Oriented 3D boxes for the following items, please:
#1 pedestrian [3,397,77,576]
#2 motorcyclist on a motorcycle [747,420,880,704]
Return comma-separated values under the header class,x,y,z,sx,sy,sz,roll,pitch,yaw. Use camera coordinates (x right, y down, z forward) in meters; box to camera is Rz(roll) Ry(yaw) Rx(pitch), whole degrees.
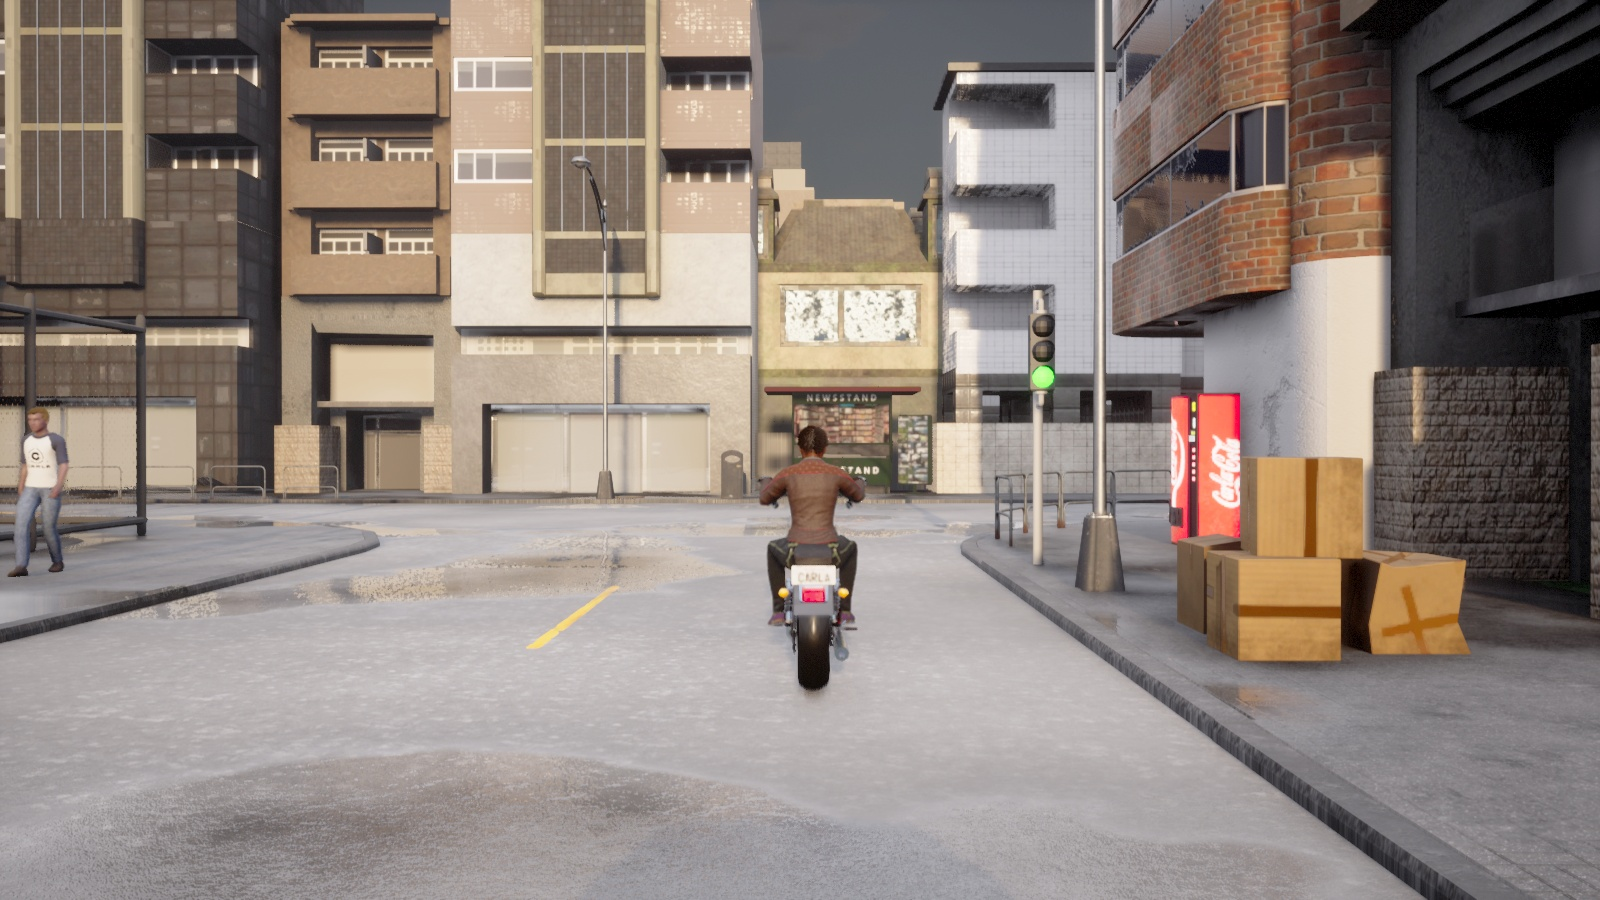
class,x,y,z,sx,sy,sz,roll,pitch,yaw
pedestrian,-8.026,0.373,13.276,0.354,1.836,0.706,0,0,-1
motorcyclist on a motorcycle,0.084,0.649,8.458,0.766,1.649,2.350,0,0,0
